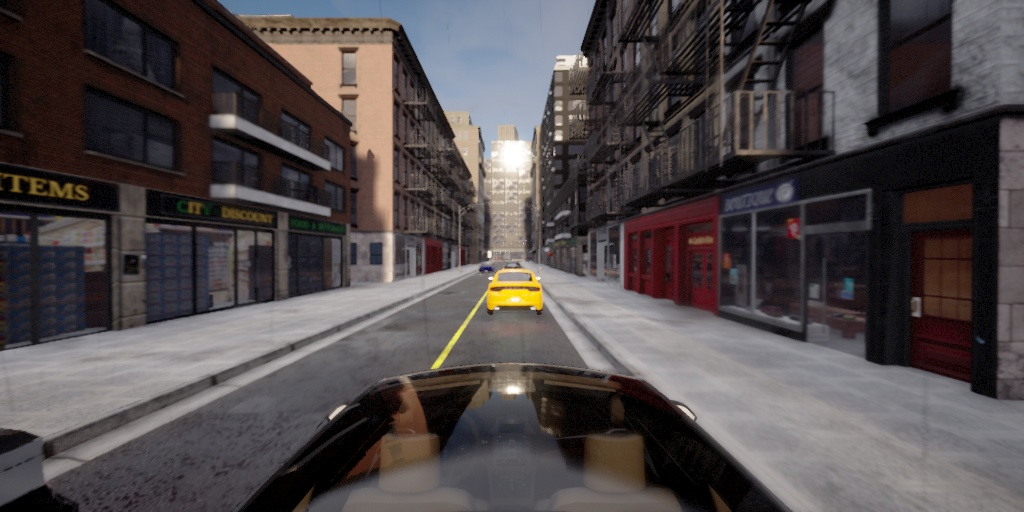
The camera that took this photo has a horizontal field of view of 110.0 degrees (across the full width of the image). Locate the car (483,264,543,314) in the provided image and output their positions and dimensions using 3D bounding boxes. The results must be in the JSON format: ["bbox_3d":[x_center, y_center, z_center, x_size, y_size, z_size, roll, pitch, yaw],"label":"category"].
[{"bbox_3d":[0.102,1.234,13.846,1.882,1.535,5.008,0,0,0],"label":"car"}]

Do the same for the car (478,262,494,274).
[{"bbox_3d":[-2.837,1.366,41.934,1.895,1.301,4.718,0,0,0],"label":"car"}]

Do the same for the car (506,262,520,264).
[{"bbox_3d":[0.104,1.291,34.115,1.812,1.442,4.674,0,0,0],"label":"car"}]
